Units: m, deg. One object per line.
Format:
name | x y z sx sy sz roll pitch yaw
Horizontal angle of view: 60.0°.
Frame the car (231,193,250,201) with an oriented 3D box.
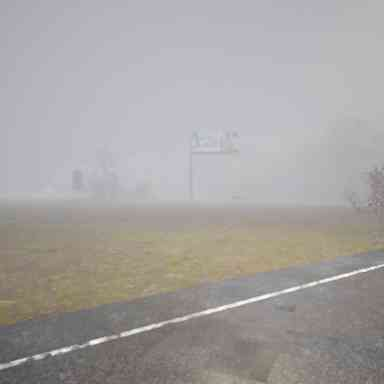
car | 10.662 1.013 73.699 2.097 1.767 4.553 0 0 -34
